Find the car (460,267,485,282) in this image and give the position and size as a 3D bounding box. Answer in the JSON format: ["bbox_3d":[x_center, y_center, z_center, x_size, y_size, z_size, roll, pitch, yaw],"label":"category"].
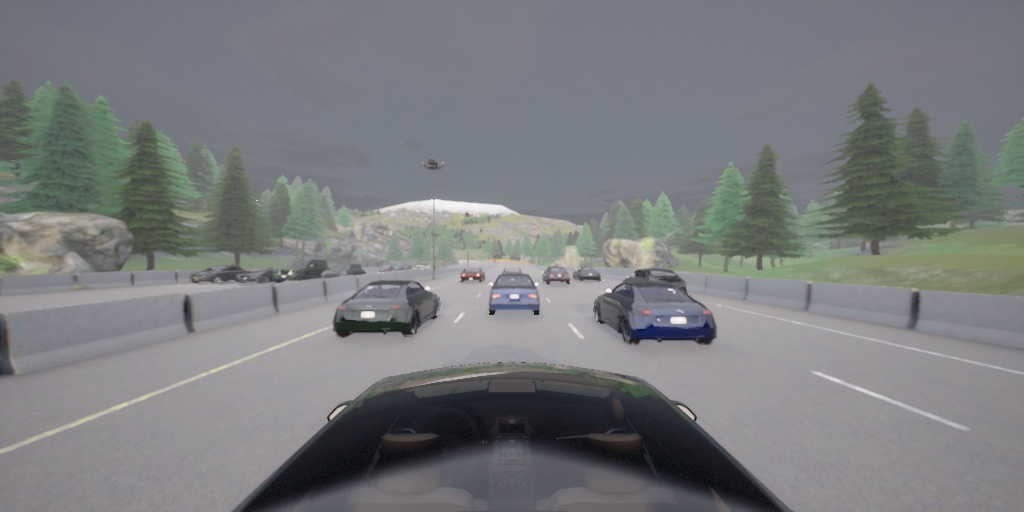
[{"bbox_3d":[-3.448,1.675,32.408,1.895,1.301,4.718,0,-1,0],"label":"car"}]

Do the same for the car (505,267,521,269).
[{"bbox_3d":[0.052,1.672,32.423,1.895,1.301,4.718,0,-1,0],"label":"car"}]

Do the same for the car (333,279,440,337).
[{"bbox_3d":[-3.425,1.372,10.531,1.994,1.385,4.181,0,0,0],"label":"car"}]

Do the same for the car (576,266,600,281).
[{"bbox_3d":[7.048,1.658,34.209,1.994,1.385,4.181,0,-1,0],"label":"car"}]

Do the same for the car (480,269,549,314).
[{"bbox_3d":[0.080,1.381,14.092,2.033,1.411,5.357,0,-1,0],"label":"car"}]

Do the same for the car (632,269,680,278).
[{"bbox_3d":[7.074,1.375,18.306,1.837,1.490,4.892,0,-1,0],"label":"car"}]

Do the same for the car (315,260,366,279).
[{"bbox_3d":[-14.139,1.401,30.251,2.097,1.767,4.553,0,-1,0],"label":"car"}]

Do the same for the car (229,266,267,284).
[{"bbox_3d":[-21.139,1.622,30.381,1.994,1.385,4.181,0,-1,0],"label":"car"}]

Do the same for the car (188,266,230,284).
[{"bbox_3d":[-24.639,1.566,30.386,1.837,1.490,4.892,0,-1,0],"label":"car"}]

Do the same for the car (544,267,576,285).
[{"bbox_3d":[3.555,1.566,29.364,2.033,1.411,5.357,0,-1,0],"label":"car"}]

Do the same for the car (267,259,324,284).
[{"bbox_3d":[-17.640,1.278,30.489,2.150,2.045,5.566,0,-1,0],"label":"car"}]

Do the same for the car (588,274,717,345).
[{"bbox_3d":[3.573,1.359,9.693,1.994,1.385,4.181,0,0,0],"label":"car"}]
